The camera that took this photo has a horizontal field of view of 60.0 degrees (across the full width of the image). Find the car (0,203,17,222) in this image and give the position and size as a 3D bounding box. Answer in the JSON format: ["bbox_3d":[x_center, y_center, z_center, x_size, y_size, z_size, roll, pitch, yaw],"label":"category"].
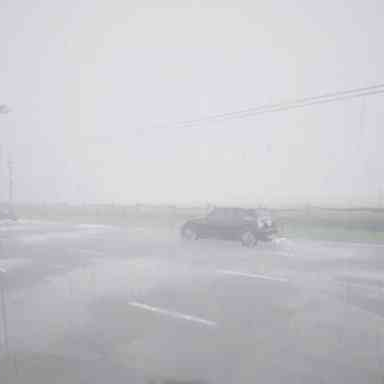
[{"bbox_3d":[-17.426,1.755,29.328,4.553,1.767,2.097,-1,-1,35],"label":"car"}]

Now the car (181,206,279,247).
[{"bbox_3d":[1.658,1.451,15.707,4.553,1.767,2.097,-1,-1,36],"label":"car"}]
